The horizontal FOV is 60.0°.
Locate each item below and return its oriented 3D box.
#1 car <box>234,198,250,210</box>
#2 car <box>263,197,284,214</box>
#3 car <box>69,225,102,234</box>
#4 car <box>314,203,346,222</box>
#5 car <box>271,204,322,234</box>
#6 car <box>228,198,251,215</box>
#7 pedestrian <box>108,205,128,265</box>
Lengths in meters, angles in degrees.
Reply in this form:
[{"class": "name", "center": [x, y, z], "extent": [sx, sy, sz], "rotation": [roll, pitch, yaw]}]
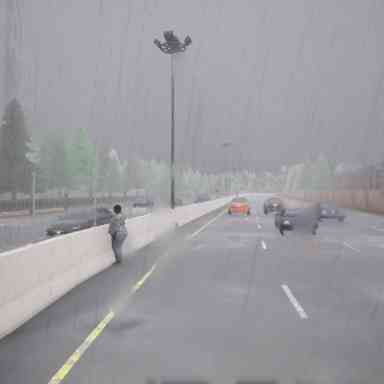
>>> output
[{"class": "car", "center": [6.629, 1.564, 44.076], "extent": [1.994, 1.385, 4.181], "rotation": [0, 0, 10]}, {"class": "car", "center": [8.629, 1.354, 35.057], "extent": [2.097, 1.767, 4.553], "rotation": [0, 0, 10]}, {"class": "car", "center": [-5.421, 1.505, 16.820], "extent": [1.837, 1.490, 4.892], "rotation": [0, 0, 9]}, {"class": "car", "center": [10.671, 1.547, 26.527], "extent": [2.033, 1.411, 5.357], "rotation": [0, 0, 10]}, {"class": "car", "center": [5.818, 1.600, 19.101], "extent": [1.895, 1.301, 4.718], "rotation": [0, 0, 10]}, {"class": "car", "center": [4.911, 1.352, 34.203], "extent": [2.097, 1.767, 4.553], "rotation": [0, 0, 10]}, {"class": "pedestrian", "center": [-2.280, 1.294, 10.244], "extent": [0.375, 1.860, 0.375], "rotation": [0, 0, 7]}]
